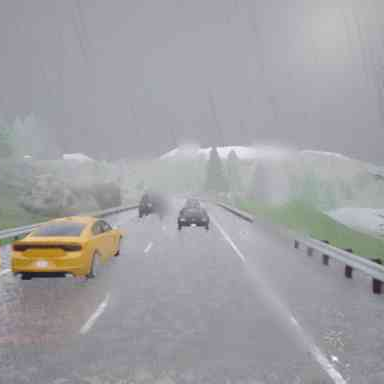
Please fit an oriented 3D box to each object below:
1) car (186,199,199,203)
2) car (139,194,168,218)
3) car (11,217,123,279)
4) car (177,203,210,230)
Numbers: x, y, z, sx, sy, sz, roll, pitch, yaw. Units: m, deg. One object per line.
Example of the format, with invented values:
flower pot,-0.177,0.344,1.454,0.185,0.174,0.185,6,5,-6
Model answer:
car,0.065,1.551,39.437,2.033,1.411,5.357,0,0,0
car,-3.412,1.225,30.059,2.150,2.045,5.566,0,0,0
car,-3.410,1.479,10.039,1.882,1.535,5.008,0,0,0
car,0.082,1.603,21.198,1.895,1.301,4.718,0,0,0
